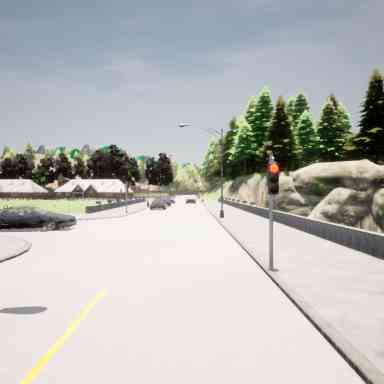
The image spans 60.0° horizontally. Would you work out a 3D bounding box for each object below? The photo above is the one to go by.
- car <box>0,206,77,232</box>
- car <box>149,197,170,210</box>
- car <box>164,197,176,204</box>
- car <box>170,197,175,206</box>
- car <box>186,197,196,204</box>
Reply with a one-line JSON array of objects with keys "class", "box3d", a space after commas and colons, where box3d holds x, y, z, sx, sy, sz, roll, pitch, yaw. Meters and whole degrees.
[{"class": "car", "box3d": [-9.653, 1.547, 19.466, 5.357, 1.411, 2.033, 0, 0, -5]}, {"class": "car", "box3d": [-4.240, 1.526, 42.674, 1.812, 1.442, 4.674, 0, 0, -1]}, {"class": "car", "box3d": [-4.257, 1.601, 64.282, 1.895, 1.301, 4.718, 0, 0, 0]}, {"class": "car", "box3d": [-4.270, 1.547, 53.154, 2.033, 1.411, 5.357, 0, 0, -1]}, {"class": "car", "box3d": [-0.207, 1.601, 63.384, 1.895, 1.301, 4.718, 0, 0, 0]}]
